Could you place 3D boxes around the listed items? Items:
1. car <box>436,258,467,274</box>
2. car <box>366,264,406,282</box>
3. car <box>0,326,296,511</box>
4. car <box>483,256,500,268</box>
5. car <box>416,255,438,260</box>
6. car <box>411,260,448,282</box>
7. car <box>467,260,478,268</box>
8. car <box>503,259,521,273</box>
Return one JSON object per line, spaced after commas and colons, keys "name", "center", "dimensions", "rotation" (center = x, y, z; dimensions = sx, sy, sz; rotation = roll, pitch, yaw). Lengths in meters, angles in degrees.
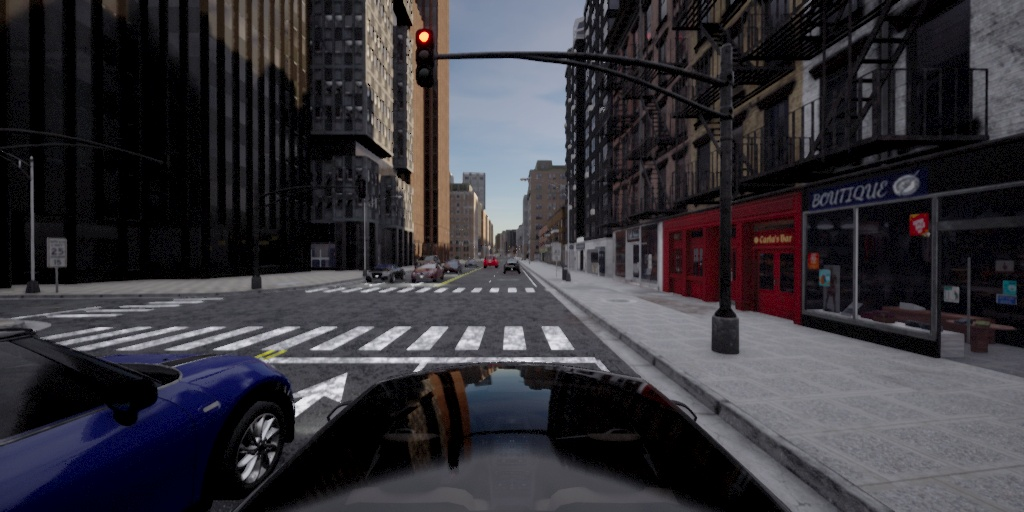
{"name": "car", "center": [-6.698, 1.275, 40.298], "dimensions": [2.033, 1.411, 5.357], "rotation": [0, 0, 0]}
{"name": "car", "center": [-9.907, 1.297, 28.360], "dimensions": [1.994, 1.385, 4.181], "rotation": [0, 0, 1]}
{"name": "car", "center": [-3.146, 1.102, 1.620], "dimensions": [2.097, 1.767, 4.553], "rotation": [0, 0, 0]}
{"name": "car", "center": [-3.407, 0.939, 58.080], "dimensions": [2.150, 2.045, 5.566], "rotation": [0, 0, 0]}
{"name": "car", "center": [-9.949, 0.949, 42.506], "dimensions": [2.150, 2.045, 5.566], "rotation": [0, 0, 0]}
{"name": "car", "center": [-6.667, 1.258, 28.768], "dimensions": [1.812, 1.442, 4.674], "rotation": [0, 0, 0]}
{"name": "car", "center": [-6.695, 1.281, 59.299], "dimensions": [1.994, 1.385, 4.181], "rotation": [0, 0, 0]}
{"name": "car", "center": [-0.015, 1.232, 43.398], "dimensions": [1.837, 1.490, 4.892], "rotation": [0, 0, 0]}
